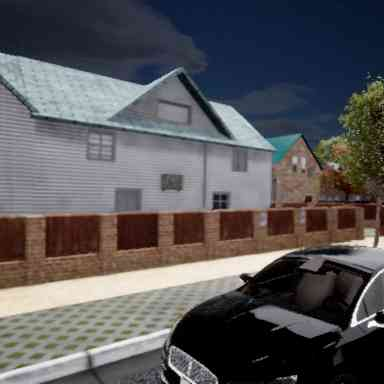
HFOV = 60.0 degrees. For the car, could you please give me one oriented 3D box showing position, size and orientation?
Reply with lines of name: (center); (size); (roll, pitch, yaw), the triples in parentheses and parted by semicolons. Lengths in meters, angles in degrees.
car: (1.927, 1.552, 4.446); (4.892, 1.490, 1.837); (1, 0, -35)
